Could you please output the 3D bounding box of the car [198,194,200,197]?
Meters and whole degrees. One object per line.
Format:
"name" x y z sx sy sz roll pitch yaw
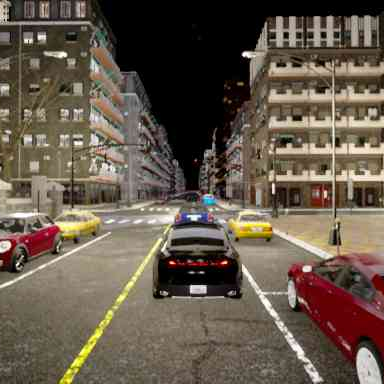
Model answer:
"car" 2.749 1.503 65.360 1.947 1.339 4.313 1 0 0

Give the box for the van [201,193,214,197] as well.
"van" 2.743 1.296 54.017 1.690 1.788 3.998 1 0 0

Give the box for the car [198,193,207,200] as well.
"car" 2.769 1.208 88.043 2.192 1.841 5.009 1 0 0

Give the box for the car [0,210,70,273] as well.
"car" -5.673 1.437 10.433 1.967 1.590 4.097 1 0 0

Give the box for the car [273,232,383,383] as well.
"car" 2.702 1.544 4.791 1.887 1.381 4.507 1 0 0

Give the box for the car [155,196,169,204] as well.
"car" -5.636 1.528 59.752 1.802 1.307 4.206 1 0 0

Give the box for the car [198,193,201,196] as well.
"car" 2.755 1.368 71.030 1.967 1.590 4.097 1 0 0

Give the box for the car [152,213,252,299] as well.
"car" 0.108 1.503 8.413 1.837 1.490 4.892 0 0 0

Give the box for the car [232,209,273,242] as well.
"car" 2.711 1.520 16.194 1.752 1.417 4.829 1 0 0

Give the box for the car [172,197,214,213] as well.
"car" 0.133 1.345 18.673 2.097 1.767 4.553 0 0 1

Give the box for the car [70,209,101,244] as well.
"car" -5.669 1.520 15.878 1.752 1.417 4.829 1 0 0

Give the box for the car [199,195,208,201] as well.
"car" 2.762 1.456 82.371 2.008 1.369 4.403 1 0 0

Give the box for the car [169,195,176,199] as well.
"car" -5.614 1.475 88.107 1.802 1.307 4.206 1 0 0

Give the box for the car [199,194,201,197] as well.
"car" 2.744 1.491 59.689 1.887 1.381 4.507 1 0 0

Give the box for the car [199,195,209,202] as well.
"car" 2.758 1.468 76.701 2.008 1.369 4.403 1 0 0
